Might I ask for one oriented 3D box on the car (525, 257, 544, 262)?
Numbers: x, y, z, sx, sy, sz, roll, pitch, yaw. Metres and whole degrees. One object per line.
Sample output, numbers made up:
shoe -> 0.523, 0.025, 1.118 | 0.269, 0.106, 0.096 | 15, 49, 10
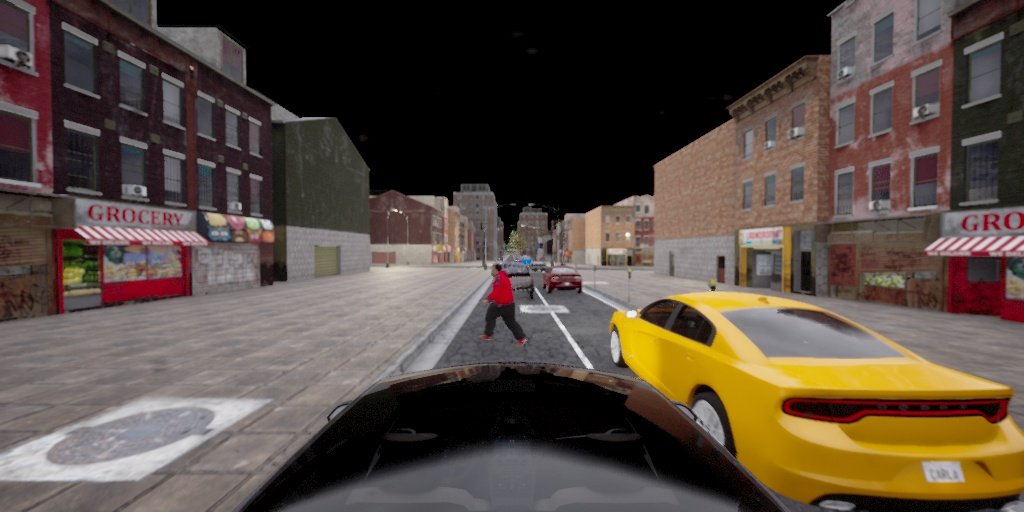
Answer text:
car -> 2.584, 1.101, 36.114 | 2.007, 1.370, 4.403 | 0, 0, 0

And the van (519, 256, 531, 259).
van -> 2.542, 0.845, 63.069 | 1.690, 1.789, 3.998 | 0, 0, 0

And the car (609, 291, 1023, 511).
car -> 2.747, 1.205, 4.763 | 1.882, 1.535, 5.008 | 0, 0, 0

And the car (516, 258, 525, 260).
car -> 0.052, 1.157, 34.325 | 1.895, 1.301, 4.718 | 0, 0, 0

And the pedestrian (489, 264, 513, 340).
pedestrian -> -0.226, 0.998, 7.752 | 0.375, 1.860, 0.375 | -1, 1, 0

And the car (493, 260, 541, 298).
car -> 0.079, 1.129, 17.688 | 2.128, 1.511, 4.902 | 0, 0, 0

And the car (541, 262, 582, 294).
car -> 2.611, 1.173, 19.239 | 1.888, 1.381, 4.507 | 0, 0, 0
